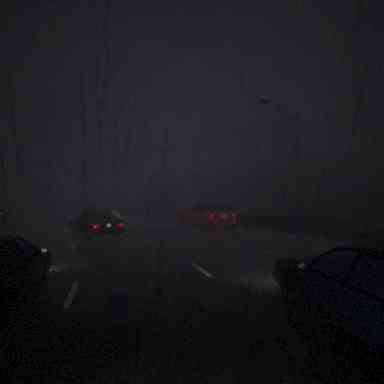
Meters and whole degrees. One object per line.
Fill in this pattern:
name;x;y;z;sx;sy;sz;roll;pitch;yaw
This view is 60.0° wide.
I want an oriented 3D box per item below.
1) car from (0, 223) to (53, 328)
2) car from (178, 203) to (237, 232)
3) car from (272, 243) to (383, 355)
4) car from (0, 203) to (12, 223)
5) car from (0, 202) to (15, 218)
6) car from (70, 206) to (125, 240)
car;-4.284;1.635;6.877;2.033;1.411;5.357;0;0;-13
car;0.848;1.483;21.390;2.097;1.767;4.553;0;0;-29
car;3.103;1.552;5.272;2.033;1.411;5.357;0;0;-9
car;-16.122;1.834;26.415;1.837;1.490;4.892;0;-1;-43
car;-21.193;1.918;35.852;5.008;1.535;1.882;-1;-1;40
car;-5.356;1.720;18.465;2.033;1.411;5.357;0;0;-31
